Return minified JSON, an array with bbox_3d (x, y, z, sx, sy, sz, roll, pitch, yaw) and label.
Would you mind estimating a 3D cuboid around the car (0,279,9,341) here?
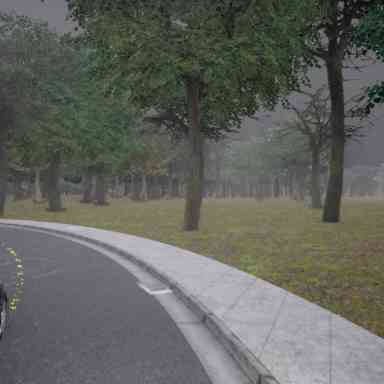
[{"bbox_3d":[-3.367,1.559,3.425,1.994,1.385,4.181,0,0,-17],"label":"car"}]
